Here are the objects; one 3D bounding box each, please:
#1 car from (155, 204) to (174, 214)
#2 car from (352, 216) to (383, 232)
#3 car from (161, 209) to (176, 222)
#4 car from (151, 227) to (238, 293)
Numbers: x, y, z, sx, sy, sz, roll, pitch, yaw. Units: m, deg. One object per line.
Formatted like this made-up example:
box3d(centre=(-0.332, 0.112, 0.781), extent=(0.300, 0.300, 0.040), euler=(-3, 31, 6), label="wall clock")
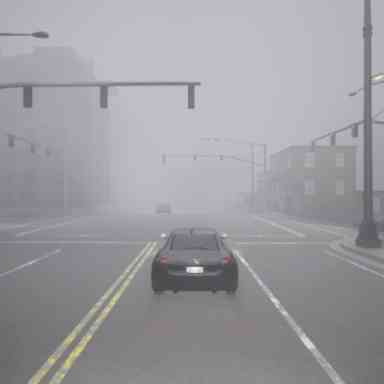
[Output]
box3d(centre=(-3.709, 2.298, 44.089), extent=(1.837, 1.490, 4.892), euler=(0, -5, 0), label="car")
box3d(centre=(15.787, 2.738, 27.263), extent=(4.892, 1.490, 1.837), euler=(9, -1, 0), label="car")
box3d(centre=(-3.731, 3.903, 53.876), extent=(2.033, 1.411, 5.357), euler=(0, -12, 0), label="car")
box3d(centre=(0.062, 1.623, 9.021), extent=(1.994, 1.385, 4.181), euler=(0, 0, 0), label="car")
